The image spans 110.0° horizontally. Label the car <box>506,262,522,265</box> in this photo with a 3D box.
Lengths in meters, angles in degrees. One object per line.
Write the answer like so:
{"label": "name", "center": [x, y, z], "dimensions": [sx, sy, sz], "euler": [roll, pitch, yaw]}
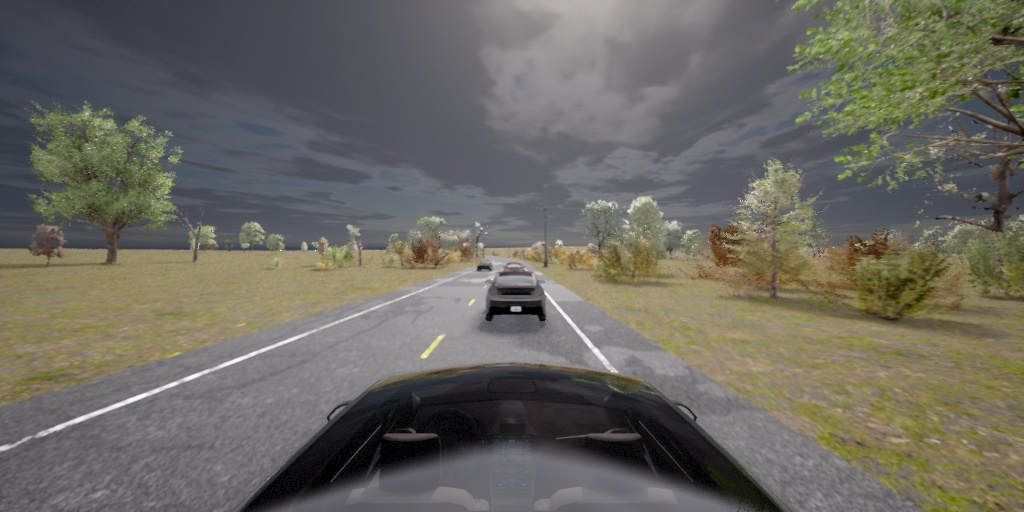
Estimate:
{"label": "car", "center": [0.173, 1.248, 30.575], "dimensions": [1.812, 1.442, 4.674], "euler": [0, 0, 0]}

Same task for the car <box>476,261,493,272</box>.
{"label": "car", "center": [-3.392, 1.288, 45.453], "dimensions": [1.895, 1.301, 4.718], "euler": [0, 0, 0]}

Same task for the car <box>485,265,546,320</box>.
{"label": "car", "center": [0.115, 1.248, 12.546], "dimensions": [1.837, 1.490, 4.892], "euler": [0, 0, 0]}
